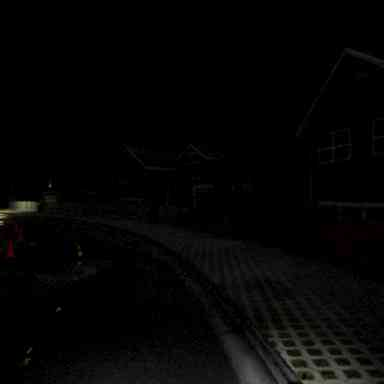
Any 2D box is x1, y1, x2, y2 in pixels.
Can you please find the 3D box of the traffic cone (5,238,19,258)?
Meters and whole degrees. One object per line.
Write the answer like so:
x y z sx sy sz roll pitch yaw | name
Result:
-6.774 2.132 12.424 0.340 0.580 0.340 0 -1 -20 | traffic cone

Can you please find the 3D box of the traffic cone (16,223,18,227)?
-10.967 2.241 20.845 0.340 0.580 0.340 0 -1 -33 | traffic cone

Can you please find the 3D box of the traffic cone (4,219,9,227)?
-13.763 2.296 24.638 0.340 0.580 0.340 0 -1 -40 | traffic cone

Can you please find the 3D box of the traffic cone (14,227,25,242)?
-8.627 2.186 16.756 0.340 0.580 0.340 0 -1 -26 | traffic cone
